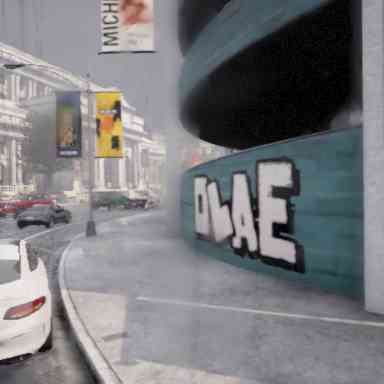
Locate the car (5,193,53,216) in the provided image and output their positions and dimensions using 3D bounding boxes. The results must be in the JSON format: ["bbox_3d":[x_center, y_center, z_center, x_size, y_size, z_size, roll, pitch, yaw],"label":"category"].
[{"bbox_3d":[-15.101,1.096,30.391,2.150,2.045,5.566,-1,0,16],"label":"car"}]

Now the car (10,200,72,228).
[{"bbox_3d":[-9.321,1.451,21.318,1.994,1.385,4.181,-1,1,2],"label":"car"}]

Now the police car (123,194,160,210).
[{"bbox_3d":[-5.217,1.058,37.368,1.930,1.638,5.238,-1,1,20],"label":"police car"}]

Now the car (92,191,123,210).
[{"bbox_3d":[-8.974,0.917,37.114,2.150,2.045,5.566,-1,1,21],"label":"car"}]

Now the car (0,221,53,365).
[{"bbox_3d":[-3.391,1.506,5.478,1.812,1.442,4.674,-1,1,-27],"label":"car"}]

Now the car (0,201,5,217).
[{"bbox_3d":[-12.904,1.454,18.596,1.882,1.535,5.008,-1,1,-3],"label":"car"}]
